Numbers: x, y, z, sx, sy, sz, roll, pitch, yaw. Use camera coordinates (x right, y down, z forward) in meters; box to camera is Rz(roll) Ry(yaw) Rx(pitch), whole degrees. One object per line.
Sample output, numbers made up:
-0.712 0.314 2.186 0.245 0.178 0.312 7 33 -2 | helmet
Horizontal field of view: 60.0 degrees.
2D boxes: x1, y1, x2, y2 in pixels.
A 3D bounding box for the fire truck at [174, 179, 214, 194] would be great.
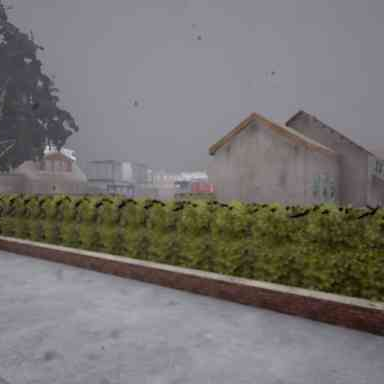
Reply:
0.957 0.079 47.452 2.891 3.827 8.468 1 0 36 | fire truck
